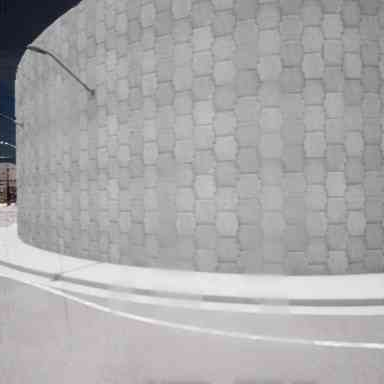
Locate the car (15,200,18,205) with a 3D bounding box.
[{"bbox_3d":[-37.625,2.357,73.436,1.837,1.490,4.892,-1,0,-9],"label":"car"}]
